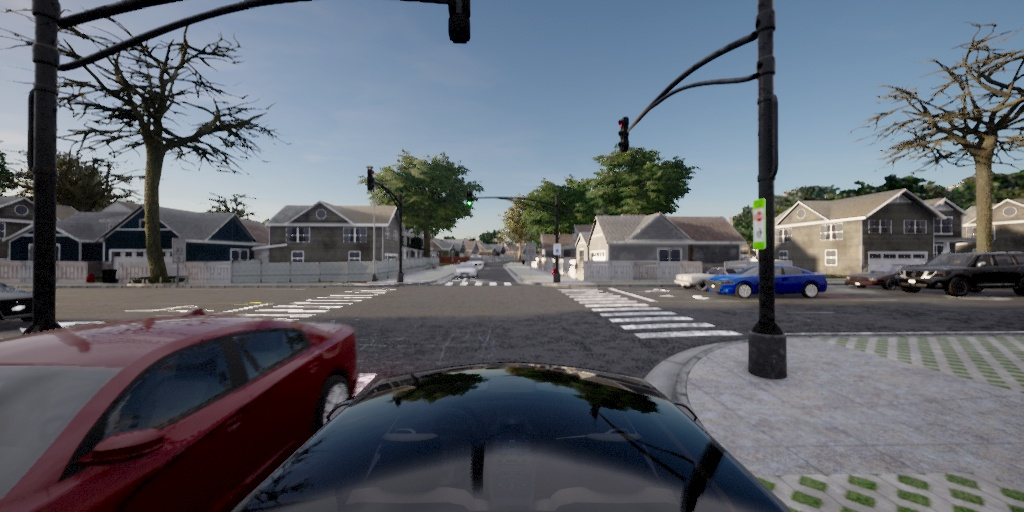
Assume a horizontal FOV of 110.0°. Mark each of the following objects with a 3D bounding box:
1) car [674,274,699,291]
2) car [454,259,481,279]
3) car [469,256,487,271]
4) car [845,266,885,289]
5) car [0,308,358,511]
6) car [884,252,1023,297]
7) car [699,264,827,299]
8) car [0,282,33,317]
[{"bbox_3d":[11.785,1.294,20.257,4.718,1.301,1.895,0,0,-2],"label":"car"},{"bbox_3d":[-4.004,1.292,31.715,1.812,1.442,4.674,0,1,-3],"label":"car"},{"bbox_3d":[-4.850,1.022,47.617,2.150,2.045,5.566,0,2,-3],"label":"car"},{"bbox_3d":[22.389,1.184,20.542,5.357,1.411,2.033,0,0,-1],"label":"car"},{"bbox_3d":[-2.783,1.234,2.364,1.882,1.535,5.008,0,0,-1],"label":"car"},{"bbox_3d":[21.956,0.839,17.284,5.566,2.045,2.150,-1,0,-1],"label":"car"},{"bbox_3d":[11.998,1.150,17.011,5.008,1.535,1.882,0,0,-2],"label":"car"},{"bbox_3d":[-15.233,1.220,9.570,4.181,1.385,1.994,0,0,-2],"label":"car"}]
